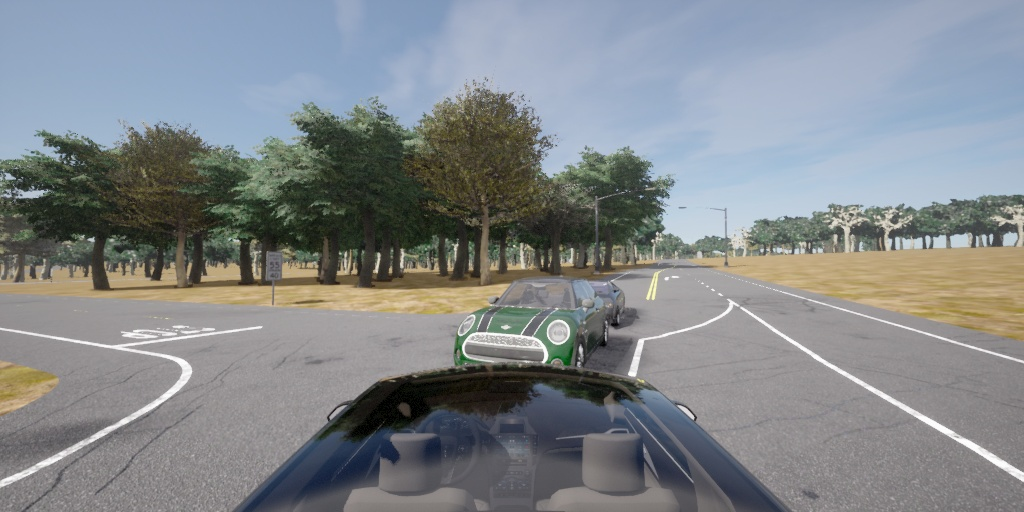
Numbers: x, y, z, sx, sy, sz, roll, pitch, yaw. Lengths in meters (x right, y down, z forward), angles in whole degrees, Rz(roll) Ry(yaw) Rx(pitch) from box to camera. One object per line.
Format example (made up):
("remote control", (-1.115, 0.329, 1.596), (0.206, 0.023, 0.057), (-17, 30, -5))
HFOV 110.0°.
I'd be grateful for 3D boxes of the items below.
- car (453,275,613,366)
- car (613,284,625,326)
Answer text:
("car", (0.685, 1.222, 7.448), (2.097, 1.767, 4.553), (-1, -2, 22))
("car", (2.913, 1.554, 12.880), (1.994, 1.385, 4.181), (-2, 0, 22))
